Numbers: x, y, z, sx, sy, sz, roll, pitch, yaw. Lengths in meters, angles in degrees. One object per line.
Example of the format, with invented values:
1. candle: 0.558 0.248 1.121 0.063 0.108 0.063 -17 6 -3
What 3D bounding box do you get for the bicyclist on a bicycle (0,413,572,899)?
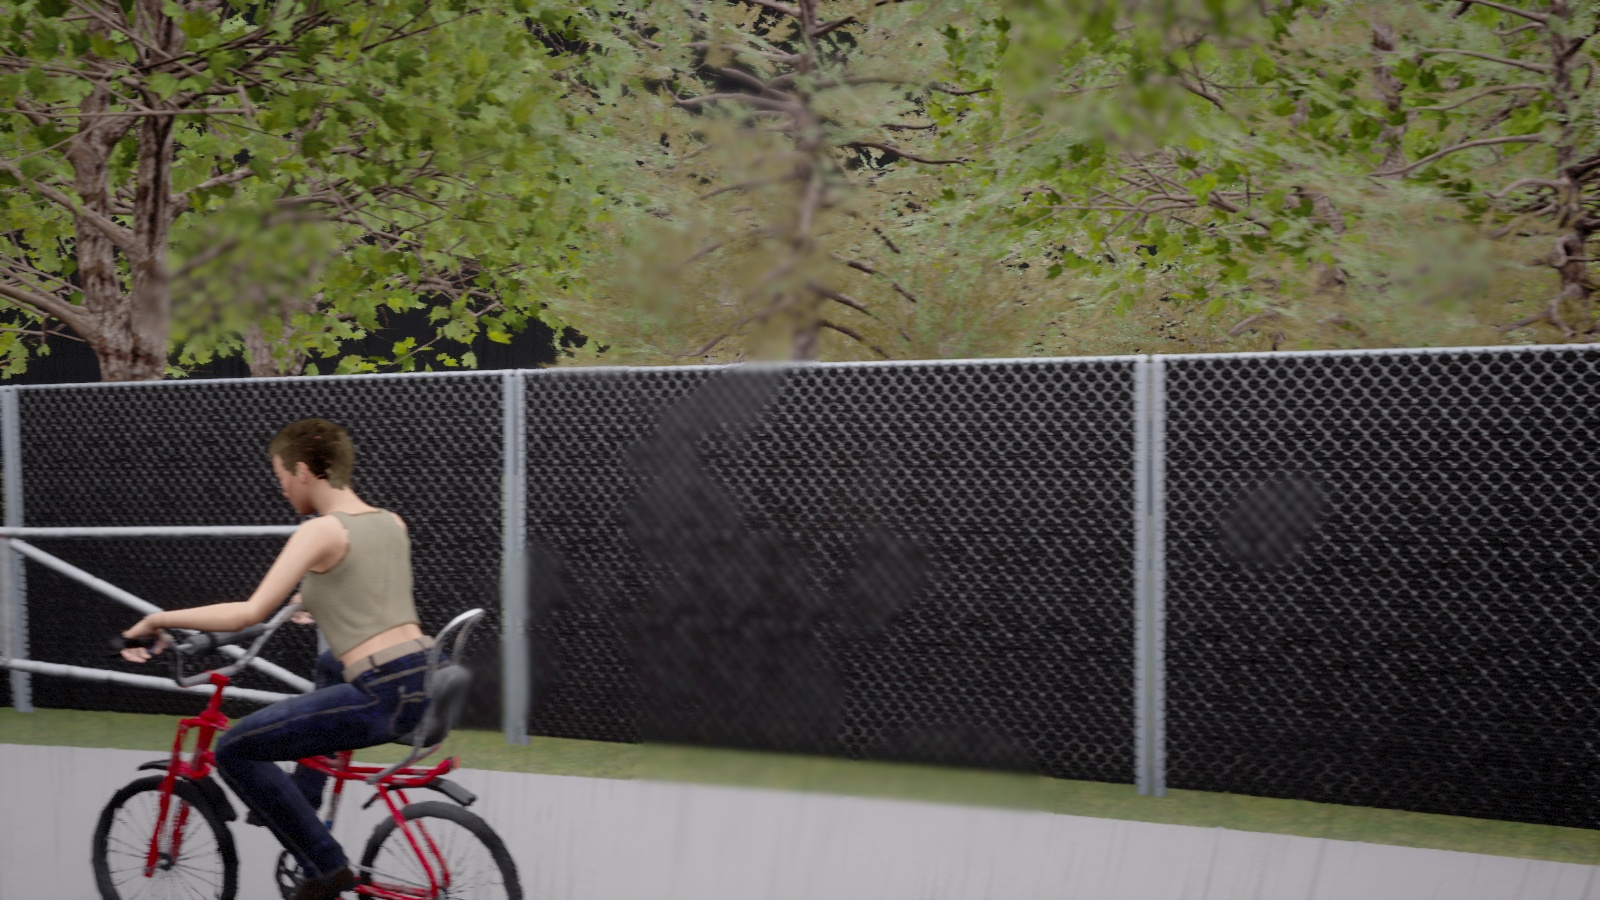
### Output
1. bicyclist on a bicycle: -1.554 0.703 3.685 1.509 1.612 0.866 0 1 17
